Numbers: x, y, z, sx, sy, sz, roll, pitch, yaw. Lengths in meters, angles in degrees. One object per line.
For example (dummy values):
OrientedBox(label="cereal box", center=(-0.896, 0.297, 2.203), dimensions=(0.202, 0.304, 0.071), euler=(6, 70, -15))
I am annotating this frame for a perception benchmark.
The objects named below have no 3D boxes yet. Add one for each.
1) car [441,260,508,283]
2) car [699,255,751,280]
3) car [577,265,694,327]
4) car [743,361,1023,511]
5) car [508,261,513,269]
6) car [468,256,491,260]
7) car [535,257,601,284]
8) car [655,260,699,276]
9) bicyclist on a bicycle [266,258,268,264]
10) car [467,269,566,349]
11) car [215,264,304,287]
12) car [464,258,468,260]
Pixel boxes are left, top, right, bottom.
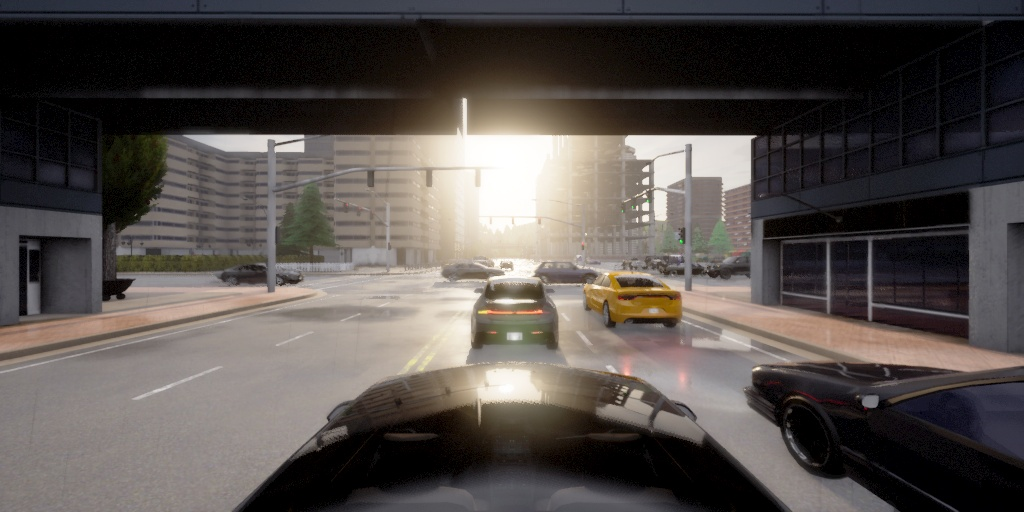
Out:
OrientedBox(label="car", center=(-2.966, 1.241, 27.621), dimensions=(4.902, 1.511, 2.128), euler=(0, 0, -1))
OrientedBox(label="car", center=(19.903, 0.971, 31.357), dimensions=(5.566, 2.045, 2.150), euler=(0, 0, 1))
OrientedBox(label="car", center=(3.578, 1.227, 11.495), dimensions=(1.882, 1.535, 5.008), euler=(0, 0, 0))
OrientedBox(label="car", center=(3.600, 1.297, 1.668), dimensions=(2.033, 1.411, 5.357), euler=(0, 0, 0))
OrientedBox(label="car", center=(-0.816, 1.349, 52.645), dimensions=(1.895, 1.301, 4.718), euler=(0, 0, -1))
OrientedBox(label="car", center=(-4.508, 0.970, 50.539), dimensions=(2.150, 2.045, 5.566), euler=(0, 0, 0))
OrientedBox(label="car", center=(3.620, 1.101, 24.197), dimensions=(4.553, 1.767, 2.097), euler=(0, 0, -1))
OrientedBox(label="car", center=(16.890, 1.350, 34.896), dimensions=(4.718, 1.301, 1.895), euler=(0, 0, 0))
OrientedBox(label="bicyclist on a bicycle", center=(-25.997, 1.050, 38.388), dimensions=(0.582, 1.620, 1.656), euler=(0, 0, 0))
OrientedBox(label="car", center=(0.066, 1.255, 9.124), dimensions=(1.837, 1.490, 4.892), euler=(0, 0, 0))
OrientedBox(label="car", center=(-16.578, 1.254, 23.966), dimensions=(4.892, 1.490, 1.837), euler=(0, 0, -1))
OrientedBox(label="car", center=(-8.044, 1.226, 57.229), dimensions=(1.882, 1.535, 5.008), euler=(0, 0, 0))
